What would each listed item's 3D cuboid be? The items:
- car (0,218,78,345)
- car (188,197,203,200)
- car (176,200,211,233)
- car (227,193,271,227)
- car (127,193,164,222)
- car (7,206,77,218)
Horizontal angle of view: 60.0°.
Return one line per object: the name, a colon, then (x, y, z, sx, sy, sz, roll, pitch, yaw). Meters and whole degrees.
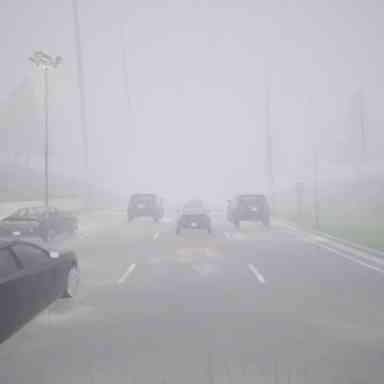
car: (-3.399, 1.448, 5.301, 1.882, 1.535, 5.008, 0, 0, 0)
car: (0.427, 1.301, 40.604, 1.812, 1.442, 4.674, 0, 0, 2)
car: (0.089, 1.422, 18.724, 1.812, 1.442, 4.674, 0, 0, 0)
car: (3.603, 1.100, 21.863, 2.150, 2.045, 5.566, 0, 0, 0)
car: (-3.391, 1.084, 24.913, 2.150, 2.045, 5.566, 0, 0, 0)
car: (-6.899, 1.405, 15.534, 2.128, 1.511, 4.902, 0, 0, 0)
